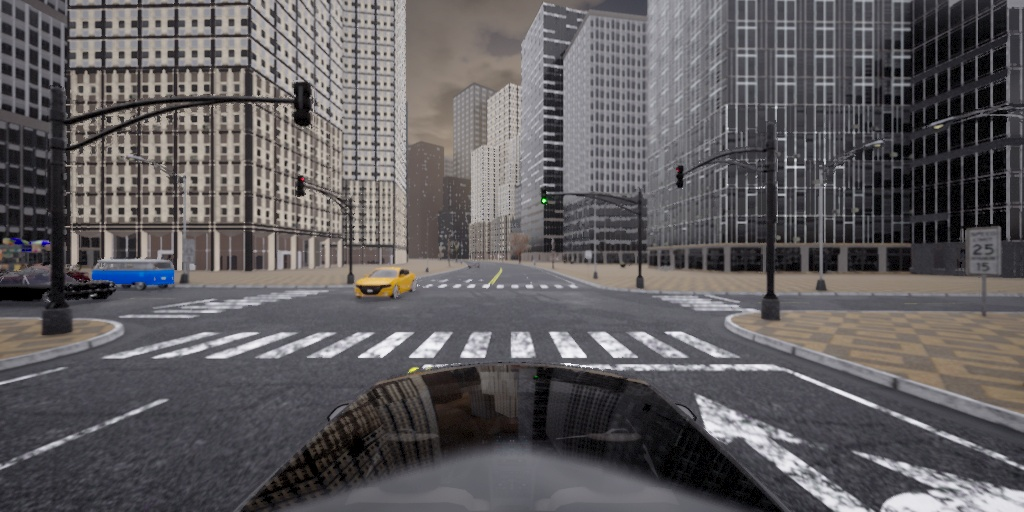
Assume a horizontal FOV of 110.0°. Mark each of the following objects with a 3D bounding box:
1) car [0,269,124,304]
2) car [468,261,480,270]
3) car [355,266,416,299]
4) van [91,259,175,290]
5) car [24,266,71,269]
[{"bbox_3d":[-20.249,1.374,15.500,4.718,1.301,1.895,0,0,1],"label":"car"},{"bbox_3d":[-6.707,1.602,63.868,1.994,1.385,4.181,0,0,-2],"label":"car"},{"bbox_3d":[-6.512,1.328,18.933,1.882,1.535,5.008,0,0,0],"label":"car"},{"bbox_3d":[-22.673,1.098,21.466,3.998,1.789,1.690,0,0,1],"label":"van"},{"bbox_3d":[-28.212,1.278,21.507,4.507,1.381,1.888,0,0,1],"label":"car"}]
